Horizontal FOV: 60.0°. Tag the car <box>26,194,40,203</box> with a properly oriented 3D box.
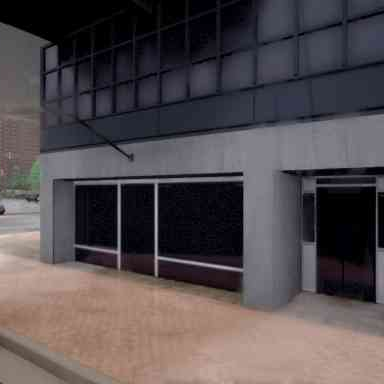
[{"bbox_3d":[-30.237,1.153,64.728,4.605,1.855,1.932,0,0,35],"label":"car"}]

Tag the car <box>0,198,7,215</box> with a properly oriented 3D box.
[{"bbox_3d":[-17.894,1.491,27.199,2.128,1.511,4.902,0,0,36],"label":"car"}]
